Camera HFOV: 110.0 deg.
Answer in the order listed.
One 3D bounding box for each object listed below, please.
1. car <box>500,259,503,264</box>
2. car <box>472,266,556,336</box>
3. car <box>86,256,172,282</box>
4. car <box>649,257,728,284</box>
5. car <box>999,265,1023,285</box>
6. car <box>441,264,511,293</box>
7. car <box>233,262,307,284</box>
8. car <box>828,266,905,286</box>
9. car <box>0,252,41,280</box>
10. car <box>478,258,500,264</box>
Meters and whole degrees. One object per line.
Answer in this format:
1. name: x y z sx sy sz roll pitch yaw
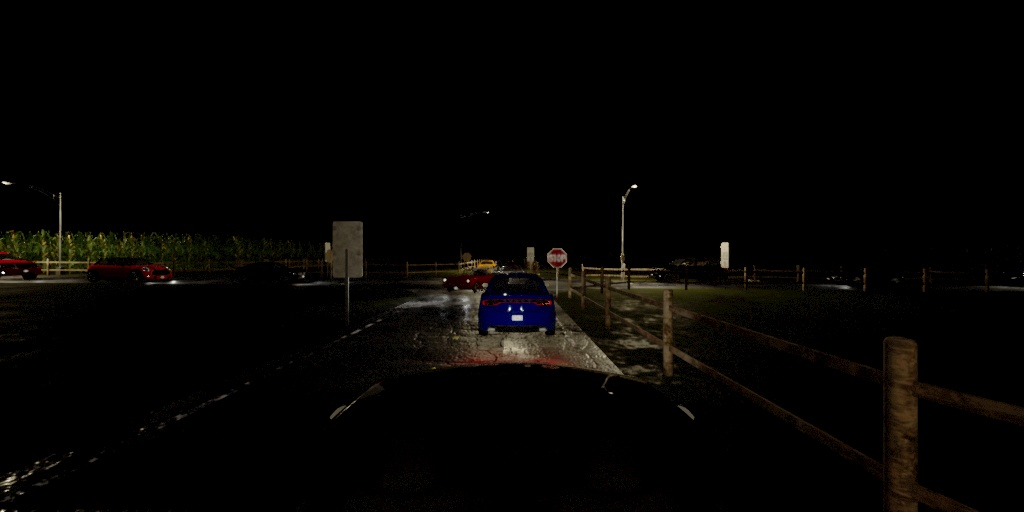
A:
1. car: -2.736 1.305 50.962 1.994 1.385 4.181 0 0 0
2. car: 0.120 1.226 10.457 1.882 1.535 5.008 0 0 0
3. car: -26.958 0.902 25.390 4.553 1.767 2.097 0 0 1
4. car: 13.674 1.086 27.874 5.566 2.045 2.150 0 0 1
5. car: 41.290 1.338 27.516 5.566 2.045 2.150 1 0 1
6. car: -1.998 1.348 20.561 1.895 1.301 4.718 0 0 25
7. car: -17.026 1.154 25.272 4.674 1.442 1.812 0 0 1
8. car: 27.300 1.491 27.709 4.892 1.490 1.837 1 0 1
9. car: -37.296 0.691 25.516 5.566 2.045 2.150 0 0 1
10. car: -2.805 1.221 40.946 1.882 1.535 5.008 0 0 1
